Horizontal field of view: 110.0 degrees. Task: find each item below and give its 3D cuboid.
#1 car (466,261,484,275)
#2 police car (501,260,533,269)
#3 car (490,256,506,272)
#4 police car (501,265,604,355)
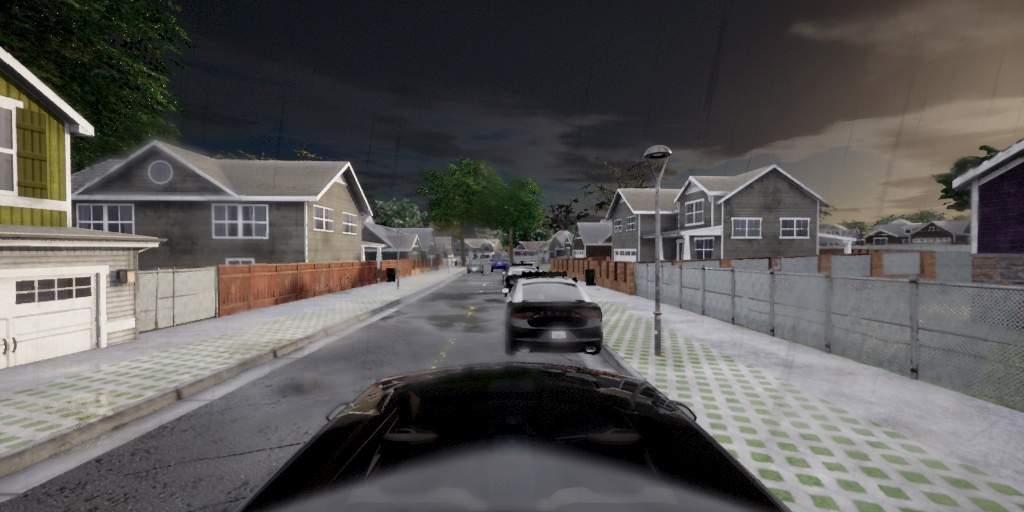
[{"bbox_3d":[-4.185,1.324,41.157,2.128,1.511,4.902,0,0,-3],"label":"car"},{"bbox_3d":[0.528,1.191,18.895,1.930,1.638,5.238,0,0,-2],"label":"police car"},{"bbox_3d":[-1.693,1.067,47.459,2.150,2.045,5.566,0,0,-3],"label":"car"},{"bbox_3d":[0.780,1.178,8.850,1.930,1.638,5.238,0,0,-1],"label":"police car"}]
